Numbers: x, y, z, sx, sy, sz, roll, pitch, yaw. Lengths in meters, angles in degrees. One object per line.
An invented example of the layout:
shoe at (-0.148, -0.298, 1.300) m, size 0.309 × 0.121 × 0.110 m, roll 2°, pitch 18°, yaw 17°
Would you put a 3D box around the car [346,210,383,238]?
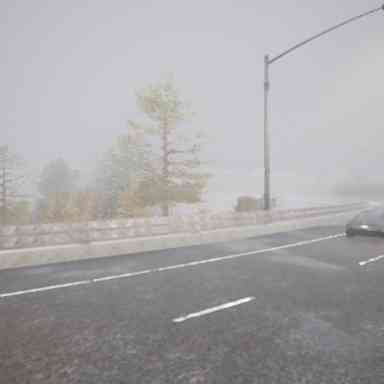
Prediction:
car at (9.497, 1.595, 16.973) m, size 4.181 × 1.385 × 1.994 m, roll 0°, pitch 0°, yaw -45°
